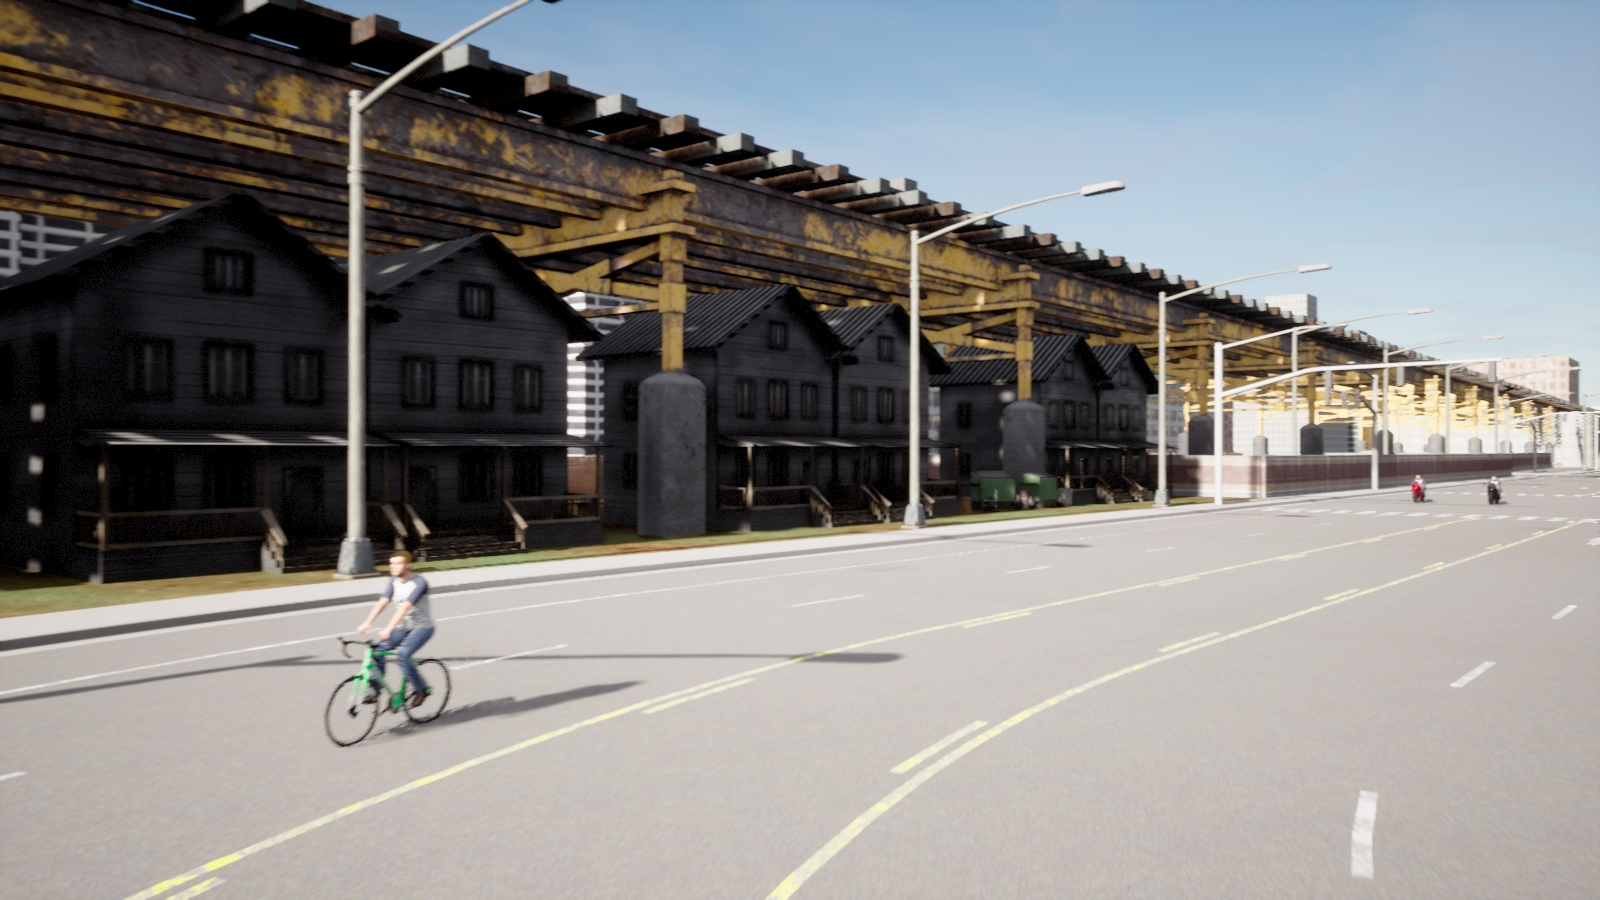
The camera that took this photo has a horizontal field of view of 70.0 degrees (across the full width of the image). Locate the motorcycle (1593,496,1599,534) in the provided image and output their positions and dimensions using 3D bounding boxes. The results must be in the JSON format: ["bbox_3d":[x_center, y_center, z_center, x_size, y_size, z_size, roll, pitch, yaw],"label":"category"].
[{"bbox_3d":[27.449,2.192,38.655,0.803,1.224,2.033,0,0,41],"label":"motorcycle"}]

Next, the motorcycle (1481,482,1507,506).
[{"bbox_3d":[35.573,2.237,58.546,0.803,1.145,2.033,0,0,41],"label":"motorcycle"}]

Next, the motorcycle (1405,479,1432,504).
[{"bbox_3d":[32.975,2.195,60.891,0.803,1.224,2.033,0,0,41],"label":"motorcycle"}]
